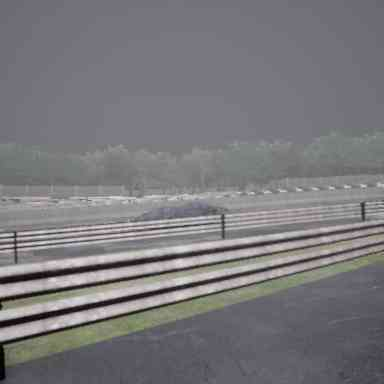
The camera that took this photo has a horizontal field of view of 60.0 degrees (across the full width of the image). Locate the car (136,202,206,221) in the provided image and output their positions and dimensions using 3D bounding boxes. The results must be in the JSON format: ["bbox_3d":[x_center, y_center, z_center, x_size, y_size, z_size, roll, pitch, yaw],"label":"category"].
[{"bbox_3d":[-1.616,1.814,26.016,5.357,1.411,2.033,-3,2,-20],"label":"car"}]

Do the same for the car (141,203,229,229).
[{"bbox_3d":[-0.392,1.839,22.736,5.357,1.411,2.033,-3,2,-20],"label":"car"}]

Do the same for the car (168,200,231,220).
[{"bbox_3d":[0.666,1.603,30.602,5.357,1.411,2.033,-3,2,-20],"label":"car"}]
